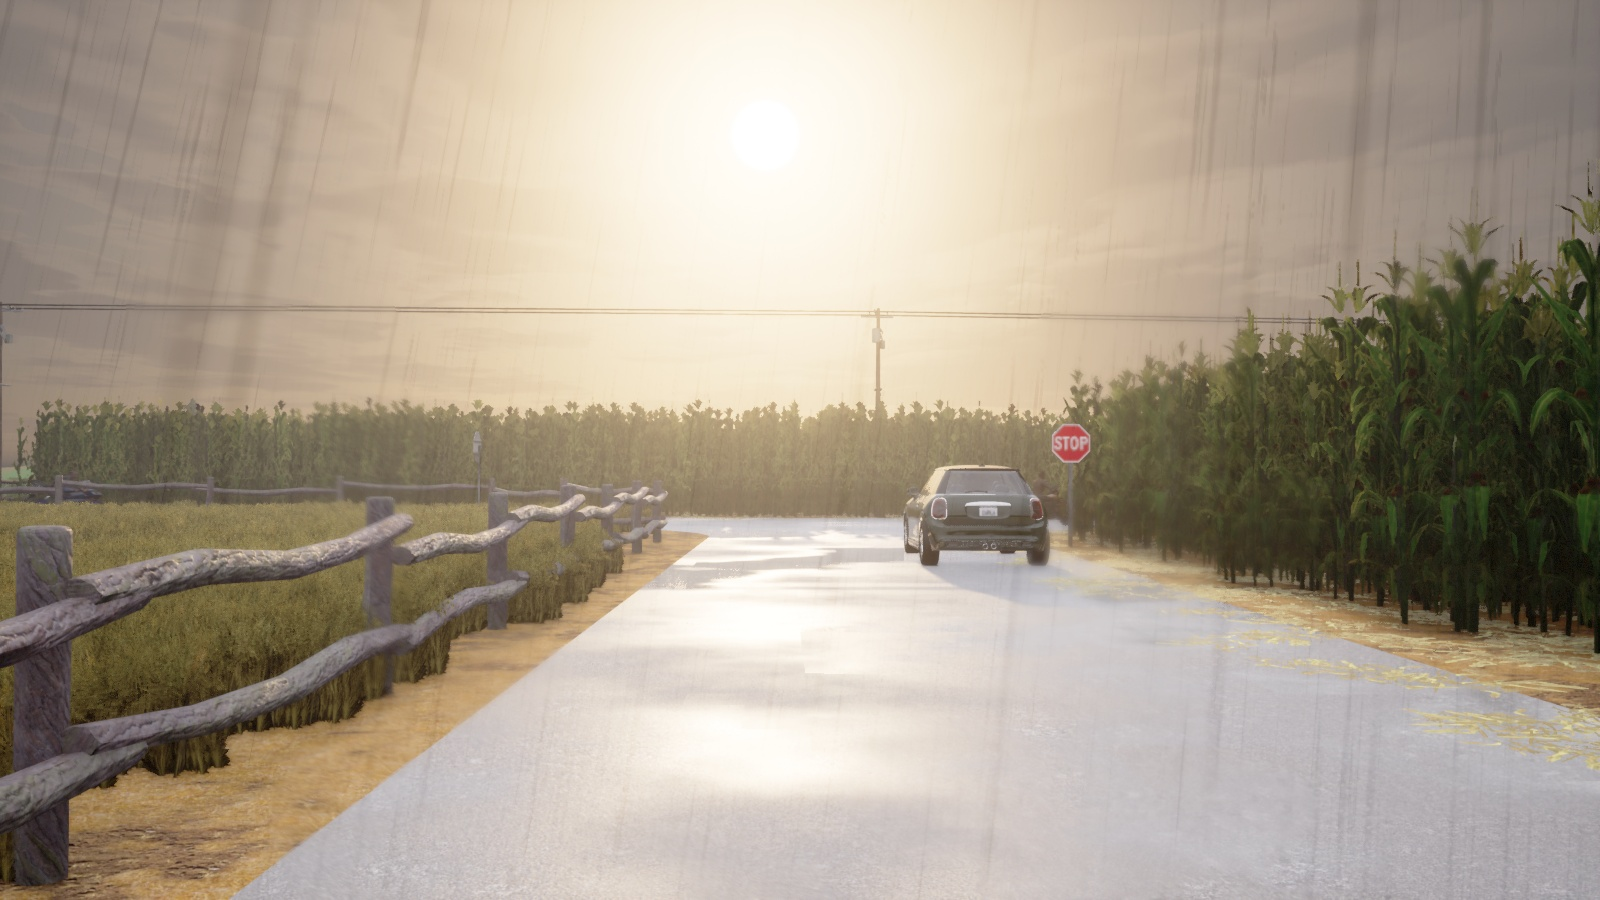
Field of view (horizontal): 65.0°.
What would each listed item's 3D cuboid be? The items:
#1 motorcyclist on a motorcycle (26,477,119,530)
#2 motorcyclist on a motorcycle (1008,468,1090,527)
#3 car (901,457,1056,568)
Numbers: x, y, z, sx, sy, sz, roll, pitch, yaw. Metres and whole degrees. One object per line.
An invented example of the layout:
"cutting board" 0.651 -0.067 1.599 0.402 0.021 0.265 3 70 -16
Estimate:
"motorcyclist on a motorcycle" -21.104 1.545 36.464 2.191 1.530 0.866 0 -1 0
"motorcyclist on a motorcycle" 7.133 1.338 35.920 2.350 1.649 0.766 0 1 -29
"car" 3.046 1.037 22.444 2.097 1.767 4.553 0 -1 0
